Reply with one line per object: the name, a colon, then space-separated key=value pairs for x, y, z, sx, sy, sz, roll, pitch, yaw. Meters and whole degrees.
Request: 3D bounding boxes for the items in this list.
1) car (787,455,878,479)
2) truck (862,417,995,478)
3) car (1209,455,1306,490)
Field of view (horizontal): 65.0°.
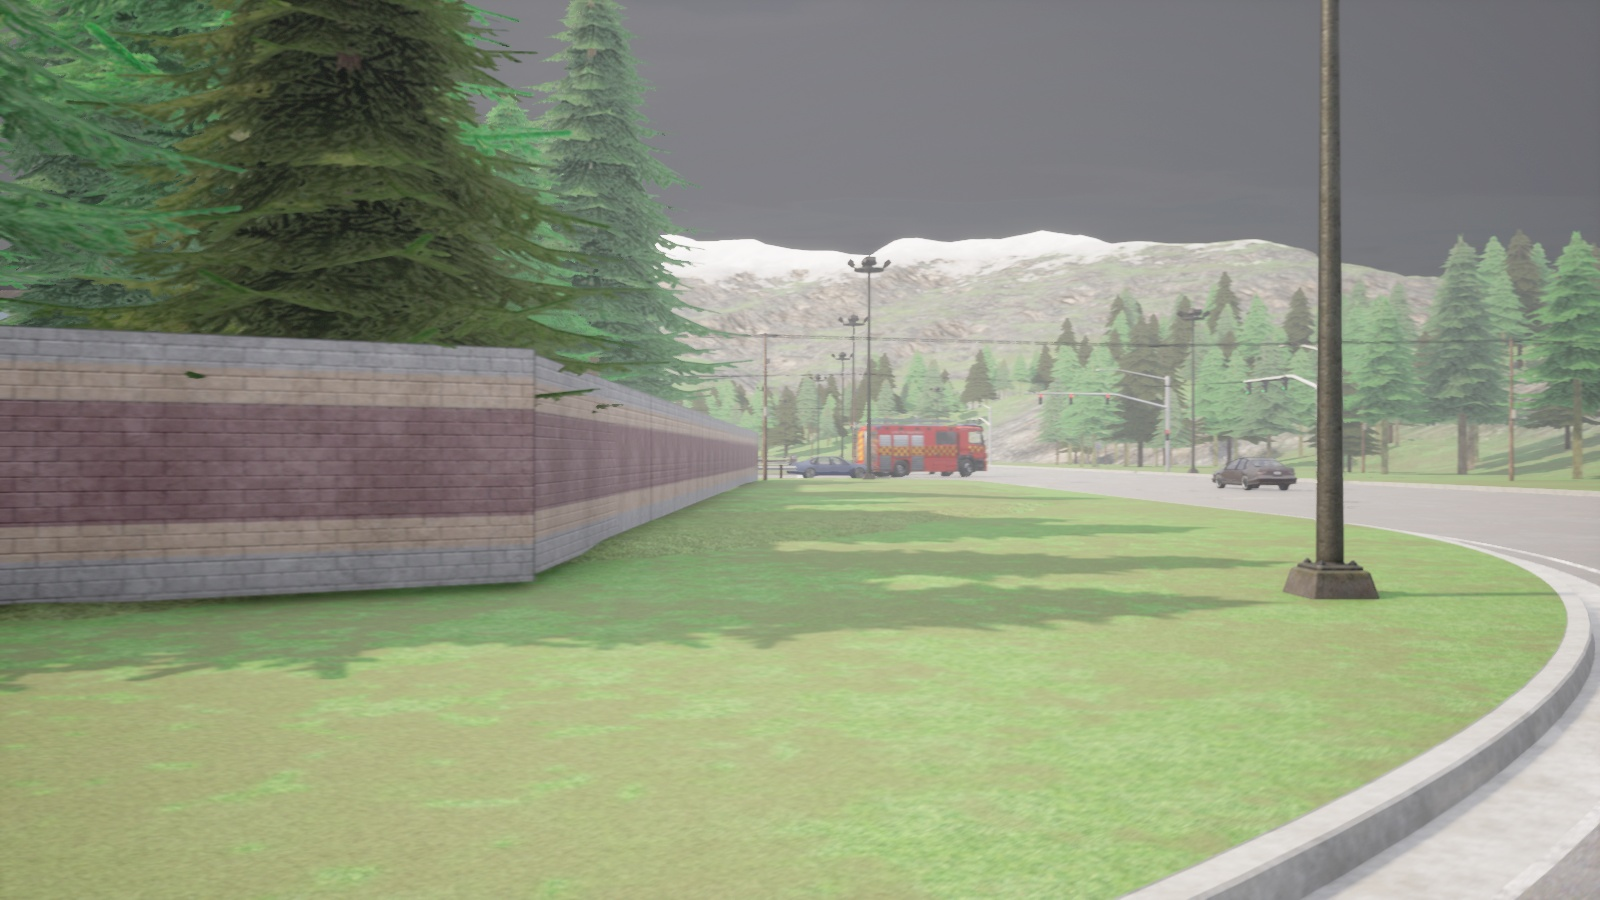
car: x=1.968 y=1.050 z=76.925 sx=5.357 sy=1.411 sz=2.033 roll=0 pitch=0 yaw=-6
truck: x=8.526 y=-0.160 z=82.991 sx=8.468 sy=3.827 sz=2.891 roll=0 pitch=0 yaw=-25
car: x=19.575 y=0.922 z=54.002 sx=2.033 sy=1.411 sz=5.357 roll=0 pitch=0 yaw=-2
